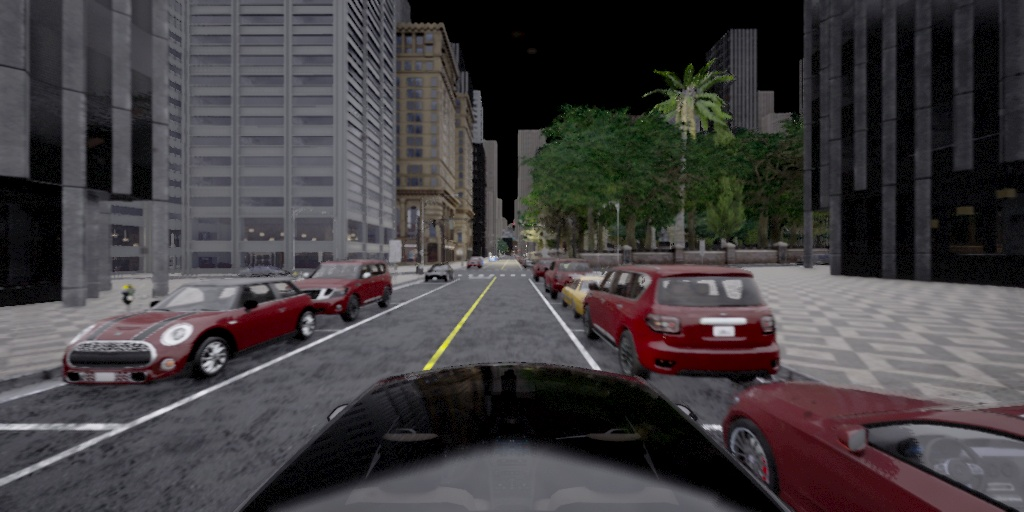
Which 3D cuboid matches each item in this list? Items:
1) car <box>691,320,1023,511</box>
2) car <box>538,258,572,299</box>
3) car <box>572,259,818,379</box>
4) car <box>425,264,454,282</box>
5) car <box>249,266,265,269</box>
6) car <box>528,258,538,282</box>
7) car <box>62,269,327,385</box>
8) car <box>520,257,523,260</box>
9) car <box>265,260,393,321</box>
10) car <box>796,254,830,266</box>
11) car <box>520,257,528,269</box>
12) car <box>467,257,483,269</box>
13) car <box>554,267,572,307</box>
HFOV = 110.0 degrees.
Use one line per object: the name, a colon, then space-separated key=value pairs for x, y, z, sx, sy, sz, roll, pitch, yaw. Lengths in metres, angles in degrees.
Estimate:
car: x=2.762 y=1.332 z=1.576 sx=1.802 sy=1.307 sz=4.207 roll=0 pitch=0 yaw=0
car: x=2.755 y=1.060 z=18.037 sx=2.192 sy=1.841 sz=5.009 roll=0 pitch=0 yaw=0
car: x=2.760 y=1.063 z=7.063 sx=2.192 sy=1.841 sz=5.009 roll=0 pitch=0 yaw=0
car: x=-5.775 y=1.302 z=29.026 sx=1.948 sy=1.339 sz=4.313 roll=0 pitch=0 yaw=0
car: x=-28.261 y=1.827 z=41.140 sx=5.357 sy=1.411 sz=2.033 roll=-1 pitch=0 yaw=0
car: x=2.751 y=1.051 z=29.012 sx=2.192 sy=1.841 sz=5.009 roll=0 pitch=0 yaw=0
car: x=-5.766 y=1.188 z=7.074 sx=1.967 sy=1.591 sz=4.097 roll=0 pitch=0 yaw=0
car: x=2.738 y=1.264 z=60.991 sx=1.802 sy=1.307 sz=4.207 roll=0 pitch=0 yaw=0
car: x=-5.768 y=1.062 z=12.561 sx=2.192 sy=1.841 sz=5.009 roll=0 pitch=0 yaw=0
car: x=35.619 y=0.452 z=40.864 sx=5.357 sy=1.411 sz=2.033 roll=-1 pitch=0 yaw=0
car: x=2.740 y=1.259 z=55.571 sx=1.948 sy=1.339 sz=4.313 roll=0 pitch=0 yaw=0
car: x=-5.785 y=1.008 z=55.586 sx=2.192 sy=1.841 sz=5.009 roll=0 pitch=0 yaw=0
car: x=2.757 y=1.273 z=12.720 sx=1.751 sy=1.417 sz=4.829 roll=0 pitch=0 yaw=0
